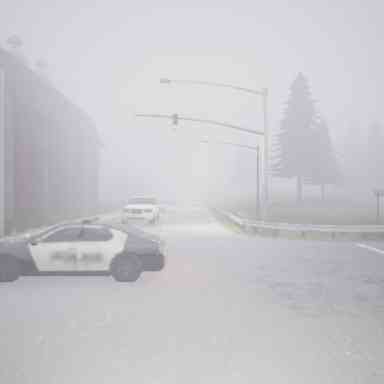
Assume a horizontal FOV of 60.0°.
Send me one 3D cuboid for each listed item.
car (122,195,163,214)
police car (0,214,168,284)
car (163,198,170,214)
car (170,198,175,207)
[{"bbox_3d":[-3.680,1.270,24.720,2.150,2.045,5.566,0,0,0],"label":"car"},{"bbox_3d":[-3.151,1.520,9.088,4.974,1.542,2.038,0,0,-1],"label":"police car"},{"bbox_3d":[-3.732,1.596,36.408,1.812,1.442,4.674,0,0,-1],"label":"car"},{"bbox_3d":[-3.763,1.704,54.874,1.895,1.301,4.718,0,0,0],"label":"car"}]
